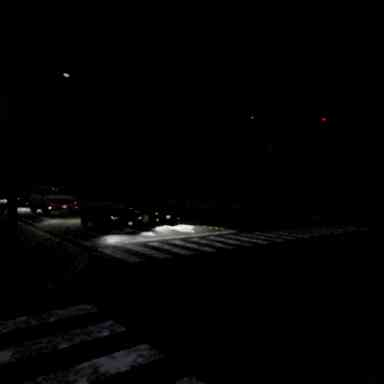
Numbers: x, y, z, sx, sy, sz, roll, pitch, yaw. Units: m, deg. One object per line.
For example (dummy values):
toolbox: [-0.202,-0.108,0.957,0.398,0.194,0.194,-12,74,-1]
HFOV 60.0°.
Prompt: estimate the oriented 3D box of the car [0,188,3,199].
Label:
car: [-26.612,0.142,44.902,2.128,1.511,4.902,1,1,-39]

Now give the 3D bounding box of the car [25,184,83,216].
car: [-10.451,0.563,24.942,2.150,2.045,5.566,1,1,-39]

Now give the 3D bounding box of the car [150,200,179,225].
car: [-2.590,1.173,20.435,1.994,1.385,4.181,1,1,-39]

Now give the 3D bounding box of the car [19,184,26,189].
car: [-21.008,0.032,43.105,2.150,2.045,5.566,1,1,-39]

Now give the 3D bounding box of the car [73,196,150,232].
car: [-4.359,1.137,17.473,1.812,1.442,4.674,1,1,-39]

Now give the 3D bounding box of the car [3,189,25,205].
car: [-16.754,0.668,32.671,1.895,1.301,4.718,1,1,-39]
